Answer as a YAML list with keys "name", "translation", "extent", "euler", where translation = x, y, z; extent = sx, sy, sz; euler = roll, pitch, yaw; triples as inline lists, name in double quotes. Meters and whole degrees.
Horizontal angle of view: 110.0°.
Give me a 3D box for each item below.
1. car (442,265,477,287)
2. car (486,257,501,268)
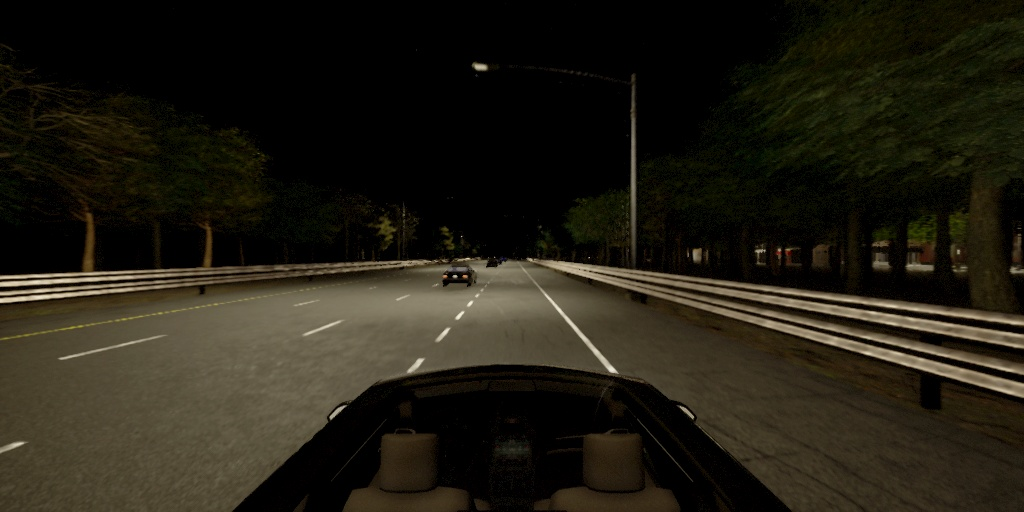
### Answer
- name: "car"
  translation: [-3.503, 1.306, 24.528]
  extent: [2.033, 1.411, 5.357]
  euler: [0, 0, 0]
- name: "car"
  translation: [-3.435, 1.314, 62.906]
  extent: [1.837, 1.490, 4.892]
  euler: [0, 0, 0]
